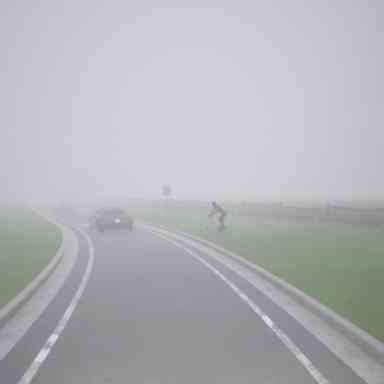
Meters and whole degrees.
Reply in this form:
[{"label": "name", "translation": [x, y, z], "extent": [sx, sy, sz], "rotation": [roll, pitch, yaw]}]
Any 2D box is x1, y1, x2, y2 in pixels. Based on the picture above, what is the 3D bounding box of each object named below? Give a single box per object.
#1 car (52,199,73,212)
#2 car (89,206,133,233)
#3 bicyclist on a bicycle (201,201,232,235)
[{"label": "car", "translation": [-15.154, 1.537, 38.934], "extent": [1.812, 1.442, 4.674], "rotation": [0, 0, -28]}, {"label": "car", "translation": [-4.946, 1.556, 20.023], "extent": [1.994, 1.385, 4.181], "rotation": [0, 0, -25]}, {"label": "bicyclist on a bicycle", "translation": [1.205, 1.269, 16.033], "extent": [1.656, 1.620, 0.582], "rotation": [-1, 0, -19]}]
